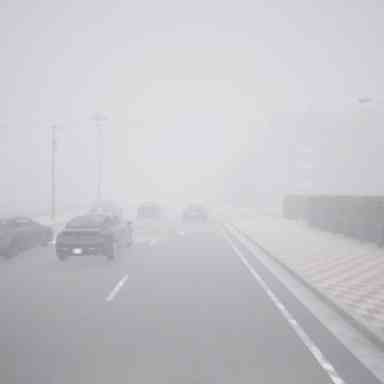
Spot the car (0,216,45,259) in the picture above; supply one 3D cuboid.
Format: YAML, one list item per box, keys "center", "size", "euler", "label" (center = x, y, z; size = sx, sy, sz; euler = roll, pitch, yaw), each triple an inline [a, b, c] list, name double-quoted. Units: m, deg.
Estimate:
- center: [-6.951, 1.592, 12.655]
  size: [1.994, 1.385, 4.181]
  euler: [0, 0, 0]
  label: "car"

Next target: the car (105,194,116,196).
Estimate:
- center: [-19.783, 1.406, 81.067]
  size: [2.150, 2.045, 5.566]
  euler: [0, 0, 0]
  label: "car"

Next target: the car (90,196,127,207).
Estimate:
- center: [-7.037, 1.413, 27.434]
  size: [2.097, 1.767, 4.553]
  euler: [0, 0, 0]
  label: "car"

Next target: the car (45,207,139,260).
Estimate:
- center: [-3.455, 1.534, 12.518]
  size: [1.837, 1.490, 4.892]
  euler: [0, 0, 0]
  label: "car"

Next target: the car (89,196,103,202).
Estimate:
- center: [-23.283, 1.658, 81.049]
  size: [1.882, 1.535, 5.008]
  euler: [0, 0, 0]
  label: "car"

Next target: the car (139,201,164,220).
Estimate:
- center: [-3.548, 1.542, 28.736]
  size: [1.882, 1.535, 5.008]
  euler: [0, 0, 0]
  label: "car"

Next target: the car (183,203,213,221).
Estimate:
- center: [0.517, 1.627, 27.700]
  size: [1.994, 1.385, 4.181]
  euler: [0, 0, 10]
  label: "car"

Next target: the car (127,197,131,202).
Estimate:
- center: [-16.283, 1.776, 81.067]
  size: [1.895, 1.301, 4.718]
  euler: [0, 0, 0]
  label: "car"
